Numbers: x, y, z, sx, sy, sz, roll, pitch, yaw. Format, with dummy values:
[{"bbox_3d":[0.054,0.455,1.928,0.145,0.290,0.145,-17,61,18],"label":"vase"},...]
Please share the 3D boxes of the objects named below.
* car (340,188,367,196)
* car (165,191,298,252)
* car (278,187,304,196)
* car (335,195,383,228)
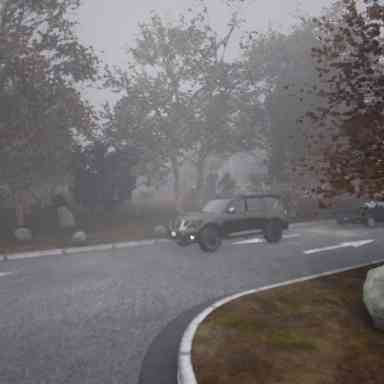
[{"bbox_3d":[20.634,0.173,43.309,1.882,1.535,5.008,0,2,-30],"label":"car"},{"bbox_3d":[1.609,1.161,14.044,5.566,2.045,2.150,-2,0,-33],"label":"car"},{"bbox_3d":[15.279,-0.108,52.184,2.128,1.511,4.902,-1,2,-31],"label":"car"},{"bbox_3d":[10.526,1.127,19.620,5.008,1.535,1.882,-2,0,-32],"label":"car"}]
